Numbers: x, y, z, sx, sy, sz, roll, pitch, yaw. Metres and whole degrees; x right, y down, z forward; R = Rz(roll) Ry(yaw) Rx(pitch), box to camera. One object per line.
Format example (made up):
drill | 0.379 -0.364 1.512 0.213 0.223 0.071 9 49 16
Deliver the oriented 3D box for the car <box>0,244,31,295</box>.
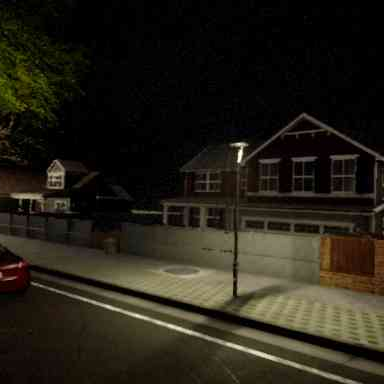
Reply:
car | -5.909 1.806 8.441 4.181 1.385 1.994 0 -3 37
